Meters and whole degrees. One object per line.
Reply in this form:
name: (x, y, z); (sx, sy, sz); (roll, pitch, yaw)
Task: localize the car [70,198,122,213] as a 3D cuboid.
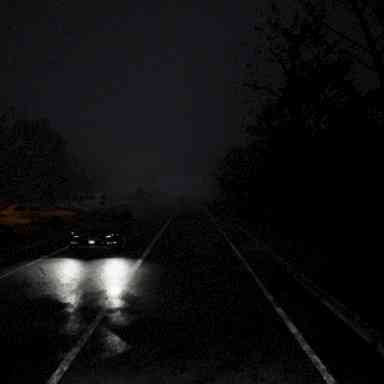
car: (-10.095, 1.400, 35.227); (4.792, 1.488, 2.163); (0, 0, 0)

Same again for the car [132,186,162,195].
car: (-10.265, 0.204, 76.175); (5.566, 2.045, 2.435); (0, 1, 0)

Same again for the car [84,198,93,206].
car: (-10.169, 1.378, 24.122); (4.892, 1.521, 2.231); (0, 0, 0)

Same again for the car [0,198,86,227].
car: (-9.987, 1.375, 21.345); (5.366, 1.575, 1.946); (0, 0, 0)

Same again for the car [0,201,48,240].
car: (-10.007, 1.381, 15.672); (5.366, 1.575, 1.946); (0, 0, 0)

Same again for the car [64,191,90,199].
car: (-23.355, 0.585, 67.683); (4.674, 1.452, 2.002); (0, 0, 0)

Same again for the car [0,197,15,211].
car: (-23.190, 1.367, 37.920); (5.008, 1.535, 2.097); (0, 0, 0)

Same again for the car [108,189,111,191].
car: (-23.263, 0.378, 81.622); (4.792, 1.488, 2.163); (0, 1, 0)

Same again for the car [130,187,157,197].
car: (-10.291, 0.398, 70.605); (4.553, 1.767, 2.185); (0, 1, 0)

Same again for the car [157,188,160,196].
car: (-10.243, 0.494, 73.385); (5.008, 1.535, 2.097); (0, 1, 0)

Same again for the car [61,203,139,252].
car: (-3.357, 1.407, 13.535); (1.837, 1.490, 4.892); (0, 0, 0)

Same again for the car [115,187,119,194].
car: (-23.250, 0.105, 90.117); (4.892, 1.521, 2.231); (0, 2, 0)

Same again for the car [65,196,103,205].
car: (-10.339, 1.372, 26.899); (5.366, 1.575, 1.946); (0, 0, 0)

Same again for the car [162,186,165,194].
car: (-10.157, 0.069, 87.322); (4.553, 1.767, 2.185); (0, 2, 0)

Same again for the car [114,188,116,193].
car: (-23.263, 0.197, 87.201); (5.008, 1.535, 2.097); (0, 2, 0)

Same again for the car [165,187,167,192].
car: (-10.193, 0.037, 92.899); (4.792, 1.488, 2.163); (0, 2, 0)

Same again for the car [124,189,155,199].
car: (-10.255, 0.598, 65.036); (4.792, 1.488, 2.163); (0, 0, 0)

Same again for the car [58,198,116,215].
car: (-10.139, 1.372, 32.450); (5.008, 1.535, 2.097); (0, 0, 0)

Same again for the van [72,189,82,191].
van: (-23.238, 0.343, 65.007); (4.442, 1.987, 1.878); (1, 1, 0)

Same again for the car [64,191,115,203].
car: (-10.172, 1.122, 29.674); (5.566, 2.045, 2.435); (0, 0, 0)

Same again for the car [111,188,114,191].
car: (-23.275, 0.277, 84.412); (5.008, 1.535, 2.097); (0, 2, 0)
